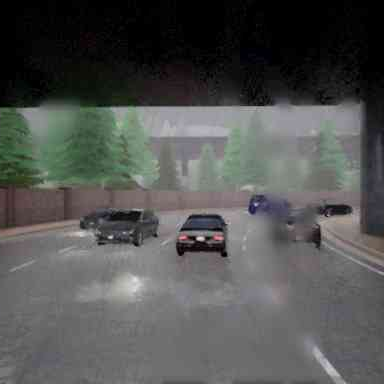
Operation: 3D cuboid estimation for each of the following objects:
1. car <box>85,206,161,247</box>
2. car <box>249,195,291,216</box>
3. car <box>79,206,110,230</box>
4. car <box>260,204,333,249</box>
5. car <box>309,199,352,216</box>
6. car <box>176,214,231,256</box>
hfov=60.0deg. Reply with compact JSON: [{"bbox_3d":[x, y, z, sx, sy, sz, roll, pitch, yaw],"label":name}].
[{"bbox_3d":[-2.799,1.529,15.378,1.837,1.490,4.892,0,0,9],"label":"car"},{"bbox_3d":[7.612,1.271,31.936,2.150,2.045,5.566,-1,-1,43],"label":"car"},{"bbox_3d":[-5.226,1.596,20.821,1.994,1.385,4.181,0,0,14],"label":"car"},{"bbox_3d":[4.361,1.515,14.708,2.128,1.511,4.902,0,0,8],"label":"car"},{"bbox_3d":[12.939,1.400,31.246,4.553,1.767,2.097,0,0,-33],"label":"car"},{"bbox_3d":[0.550,1.568,13.309,2.033,1.411,5.357,0,0,6],"label":"car"}]
